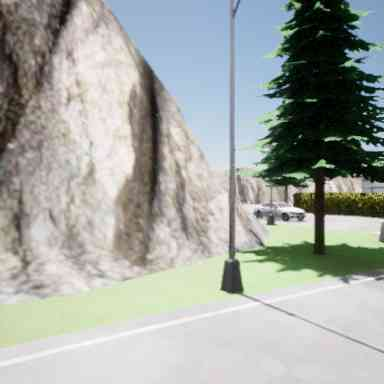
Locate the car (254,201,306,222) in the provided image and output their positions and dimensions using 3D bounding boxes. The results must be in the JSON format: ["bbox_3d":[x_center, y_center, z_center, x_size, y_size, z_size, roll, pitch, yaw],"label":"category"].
[{"bbox_3d":[6.919,1.484,26.610,1.812,1.442,4.674,0,0,-31],"label":"car"}]
